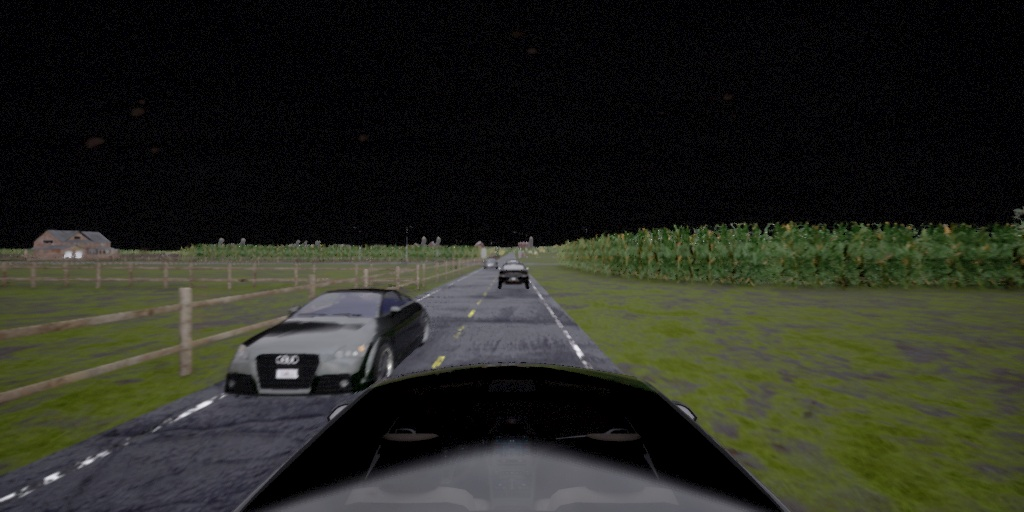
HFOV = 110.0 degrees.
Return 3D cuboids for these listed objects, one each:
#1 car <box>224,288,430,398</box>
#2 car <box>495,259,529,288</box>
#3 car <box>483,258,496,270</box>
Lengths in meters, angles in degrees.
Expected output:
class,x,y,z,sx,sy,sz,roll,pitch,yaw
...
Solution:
class,x,y,z,sx,sy,sz,roll,pitch,yaw
car,-2.850,1.298,6.533,1.994,1.385,4.181,0,0,0
car,0.101,1.147,23.247,1.882,1.535,5.008,0,1,0
car,-2.830,1.044,48.462,2.128,1.511,4.902,0,0,0
